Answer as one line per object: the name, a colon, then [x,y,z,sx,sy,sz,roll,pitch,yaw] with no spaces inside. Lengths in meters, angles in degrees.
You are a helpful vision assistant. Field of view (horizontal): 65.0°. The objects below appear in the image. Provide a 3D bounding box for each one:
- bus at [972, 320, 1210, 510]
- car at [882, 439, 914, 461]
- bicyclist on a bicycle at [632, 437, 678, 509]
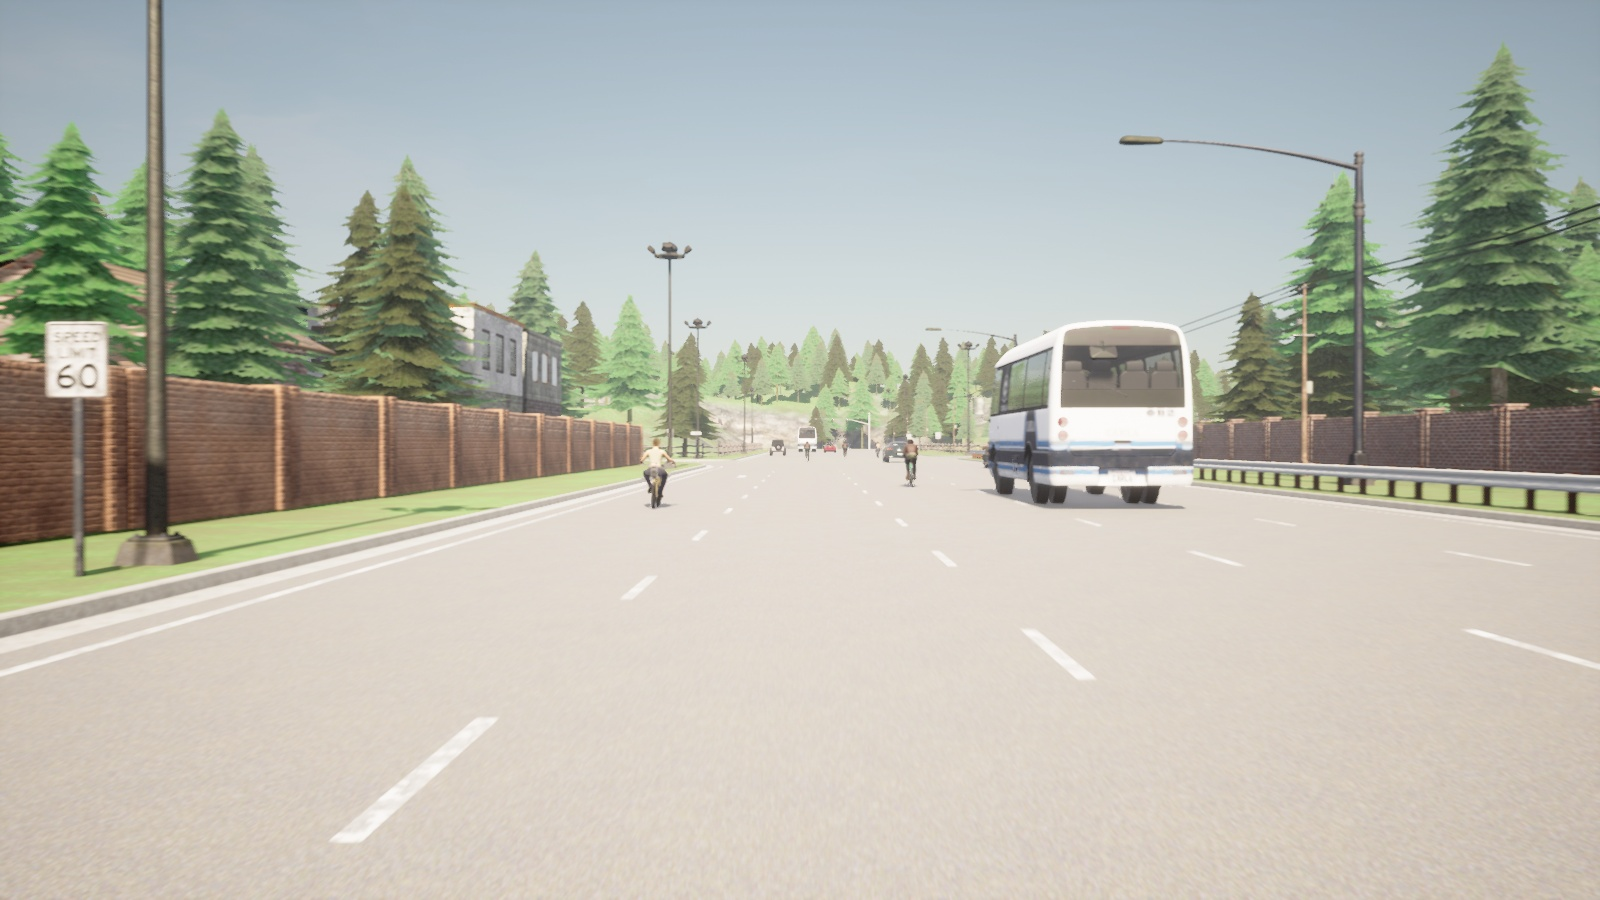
bus: [7.205,-0.809,33.171,3.944,4.253,10.273,0,0,0]
car: [7.568,-0.011,97.322,2.152,1.651,5.027,0,0,0]
bicyclist on a bicycle: [-3.317,0.520,28.866,0.866,1.612,1.509,0,0,0]
